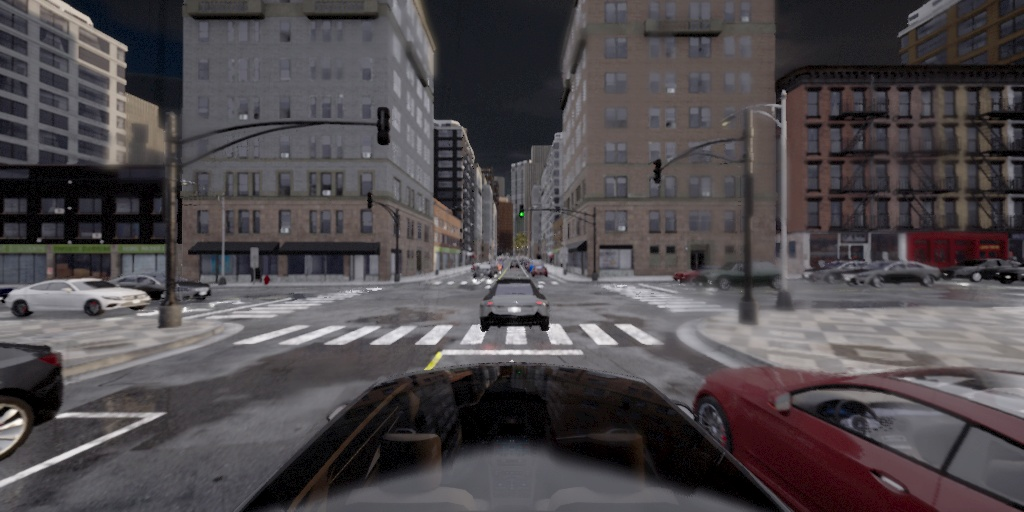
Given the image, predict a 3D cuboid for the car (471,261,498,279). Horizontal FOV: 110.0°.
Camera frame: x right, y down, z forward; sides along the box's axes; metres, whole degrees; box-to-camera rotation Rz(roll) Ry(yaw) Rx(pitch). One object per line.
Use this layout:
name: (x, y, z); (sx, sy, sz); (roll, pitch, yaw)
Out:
car: (-2.843, 1.544, 37.158); (1.812, 1.442, 4.674); (0, 0, 2)

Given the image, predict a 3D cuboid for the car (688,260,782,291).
car: (13.478, 1.064, 21.377); (4.553, 1.767, 2.097); (-1, 0, 0)

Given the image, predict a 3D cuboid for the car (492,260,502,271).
car: (-2.759, 1.628, 46.808); (2.033, 1.411, 5.357); (0, 0, 0)

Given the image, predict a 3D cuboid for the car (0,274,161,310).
car: (-17.787, 1.645, 14.784); (4.674, 1.442, 1.812); (-1, 0, 0)

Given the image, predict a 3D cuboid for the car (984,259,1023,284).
car: (31.896, 0.959, 21.308); (4.892, 1.490, 1.837); (-1, 0, 0)

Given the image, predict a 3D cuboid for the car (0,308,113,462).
car: (-5.762, 1.320, 2.121); (1.948, 1.339, 4.313); (0, 0, 0)

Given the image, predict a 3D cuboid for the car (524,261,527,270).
car: (3.129, 1.649, 50.432); (1.888, 1.381, 4.507); (0, 0, 0)

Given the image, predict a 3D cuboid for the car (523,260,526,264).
car: (3.223, 1.741, 61.540); (1.802, 1.307, 4.207); (0, 0, 0)

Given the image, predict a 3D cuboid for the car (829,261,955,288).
car: (22.432, 1.077, 21.347); (4.902, 1.511, 2.128); (-1, 0, 0)

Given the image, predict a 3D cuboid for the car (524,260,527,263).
car: (3.176, 1.717, 55.989); (1.802, 1.307, 4.207); (0, 0, 0)

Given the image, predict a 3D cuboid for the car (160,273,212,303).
car: (-17.869, 1.626, 18.080); (4.902, 1.511, 2.128); (-1, 0, 4)

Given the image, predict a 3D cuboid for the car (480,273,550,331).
car: (0.080, 1.410, 11.456); (1.994, 1.385, 4.181); (-1, -1, 0)

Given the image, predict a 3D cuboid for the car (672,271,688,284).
car: (13.643, 1.324, 24.627); (4.718, 1.301, 1.895); (-1, 0, 0)

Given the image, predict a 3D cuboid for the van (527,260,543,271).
van: (3.081, 1.409, 44.881); (1.690, 1.789, 3.998); (0, 0, 0)

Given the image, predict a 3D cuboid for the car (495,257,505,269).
car: (-2.637, 1.491, 56.718); (2.097, 1.767, 4.553); (0, 0, 1)

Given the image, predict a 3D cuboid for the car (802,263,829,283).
car: (22.684, 1.087, 24.596); (4.902, 1.511, 2.128); (-1, 0, 0)

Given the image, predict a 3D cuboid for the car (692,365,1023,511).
car: (2.763, 1.336, 2.120); (1.802, 1.307, 4.207); (0, 0, 0)

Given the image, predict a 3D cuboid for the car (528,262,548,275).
car: (3.034, 1.615, 39.330); (1.802, 1.307, 4.207); (0, 0, 0)

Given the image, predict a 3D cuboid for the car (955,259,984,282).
car: (32.156, 0.970, 24.559); (4.892, 1.490, 1.837); (-1, 0, 0)

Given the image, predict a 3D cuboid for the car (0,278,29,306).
car: (-27.971, 1.864, 18.066); (4.718, 1.301, 1.895); (-1, 0, 0)
